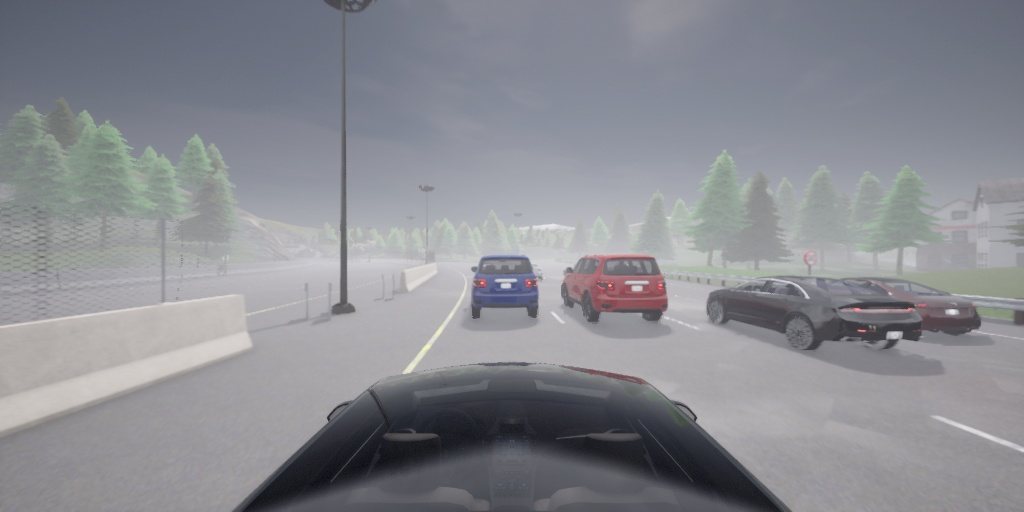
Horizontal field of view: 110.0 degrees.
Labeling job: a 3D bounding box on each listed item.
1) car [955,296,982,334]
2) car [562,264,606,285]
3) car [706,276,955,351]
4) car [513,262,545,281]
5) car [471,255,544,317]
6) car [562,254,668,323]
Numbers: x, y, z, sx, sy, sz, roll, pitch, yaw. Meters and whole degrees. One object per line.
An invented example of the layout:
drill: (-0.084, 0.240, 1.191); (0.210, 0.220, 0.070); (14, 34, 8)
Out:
car: (10.295, 1.293, 10.459); (1.994, 1.385, 4.181); (0, 0, -2)
car: (5.364, 1.340, 27.327); (1.895, 1.301, 4.718); (0, 0, -7)
car: (6.862, 1.228, 8.939); (2.128, 1.511, 4.902); (0, 0, -2)
car: (1.365, 1.273, 30.673); (1.812, 1.442, 4.674); (0, 0, -8)
car: (-0.334, 0.972, 13.280); (2.150, 2.045, 5.566); (0, 0, -3)
car: (3.228, 0.965, 12.331); (2.150, 2.045, 5.566); (0, 0, -3)
